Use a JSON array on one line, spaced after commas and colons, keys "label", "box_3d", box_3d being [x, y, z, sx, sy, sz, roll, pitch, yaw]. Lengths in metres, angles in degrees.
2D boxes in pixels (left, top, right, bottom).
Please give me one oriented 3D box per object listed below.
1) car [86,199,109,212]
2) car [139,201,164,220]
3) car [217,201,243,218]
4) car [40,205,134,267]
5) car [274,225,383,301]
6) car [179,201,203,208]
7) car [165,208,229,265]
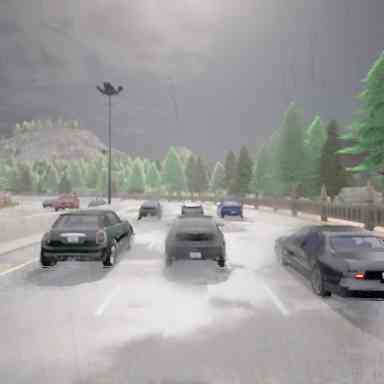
[{"label": "car", "box_3d": [-11.947, 1.632, 42.307, 2.033, 1.411, 5.357, 0, 0, -8]}, {"label": "car", "box_3d": [-3.542, 1.563, 29.039, 1.837, 1.490, 4.892, 0, 0, -2]}, {"label": "car", "box_3d": [3.391, 1.539, 30.542, 1.882, 1.535, 5.008, 0, 0, -2]}, {"label": "car", "box_3d": [-3.396, 1.375, 11.627, 2.097, 1.767, 4.553, 0, 0, 0]}, {"label": "car", "box_3d": [3.604, 1.565, 8.556, 2.033, 1.411, 5.357, 0, 0, 0]}, {"label": "car", "box_3d": [-0.041, 1.549, 28.970, 2.128, 1.511, 4.902, 0, 0, -2]}, {"label": "car", "box_3d": [0.104, 1.528, 11.715, 1.837, 1.490, 4.892, 0, 0, 0]}]
